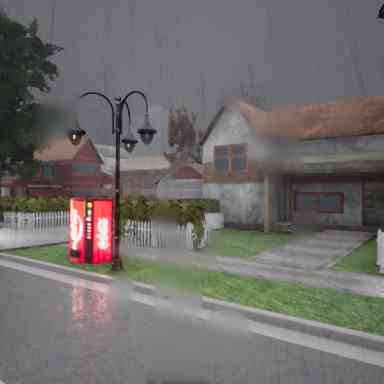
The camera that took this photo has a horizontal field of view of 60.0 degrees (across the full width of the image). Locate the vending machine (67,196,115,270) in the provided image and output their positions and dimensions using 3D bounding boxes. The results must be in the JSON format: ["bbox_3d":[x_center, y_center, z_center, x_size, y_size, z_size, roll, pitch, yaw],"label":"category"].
[{"bbox_3d":[-3.106,1.194,10.261,0.880,2.100,1.100,0,0,36],"label":"vending machine"}]
